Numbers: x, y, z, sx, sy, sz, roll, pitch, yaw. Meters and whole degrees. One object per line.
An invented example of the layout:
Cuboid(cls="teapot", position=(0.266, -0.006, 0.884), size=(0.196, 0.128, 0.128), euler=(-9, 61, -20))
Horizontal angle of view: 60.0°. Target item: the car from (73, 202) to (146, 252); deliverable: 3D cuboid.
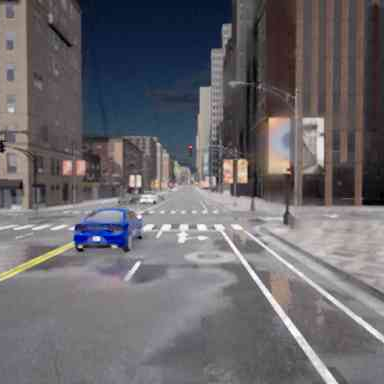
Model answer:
Cuboid(cls="car", position=(-3.164, 1.374, 13.482), size=(1.882, 1.535, 5.008), euler=(0, 0, 0))

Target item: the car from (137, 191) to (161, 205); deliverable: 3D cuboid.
Cuboid(cls="car", position=(-6.592, 0.863, 51.052), size=(2.150, 2.045, 5.566), euler=(0, 0, 0))

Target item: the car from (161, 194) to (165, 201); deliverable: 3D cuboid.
Cuboid(cls="car", position=(-6.546, 1.053, 66.777), size=(1.812, 1.442, 4.674), euler=(0, 0, 0))

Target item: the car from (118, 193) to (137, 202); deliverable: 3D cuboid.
Cuboid(cls="car", position=(-9.846, 0.992, 50.768), size=(2.097, 1.767, 4.553), euler=(0, 0, 0))

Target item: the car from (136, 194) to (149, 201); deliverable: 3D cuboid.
Cuboid(cls="car", position=(-9.790, 1.090, 66.166), size=(1.994, 1.385, 4.181), euler=(0, 1, 0))
